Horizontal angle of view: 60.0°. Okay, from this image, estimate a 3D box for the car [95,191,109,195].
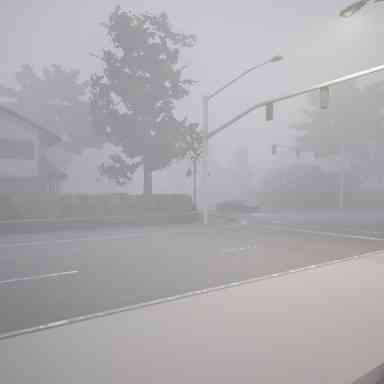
[{"bbox_3d":[-17.938,1.181,65.917,2.097,1.767,4.553,0,0,-36],"label":"car"}]

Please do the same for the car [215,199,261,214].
[{"bbox_3d":[4.720,1.460,34.974,2.033,1.411,5.357,0,0,-36],"label":"car"}]

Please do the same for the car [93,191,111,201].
[{"bbox_3d":[-20.436,0.855,75.241,2.150,2.045,5.566,0,0,-36],"label":"car"}]

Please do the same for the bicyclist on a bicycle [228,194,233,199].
[{"bbox_3d":[5.885,1.176,51.080,1.656,1.620,0.582,0,0,-36],"label":"bicyclist on a bicycle"}]
